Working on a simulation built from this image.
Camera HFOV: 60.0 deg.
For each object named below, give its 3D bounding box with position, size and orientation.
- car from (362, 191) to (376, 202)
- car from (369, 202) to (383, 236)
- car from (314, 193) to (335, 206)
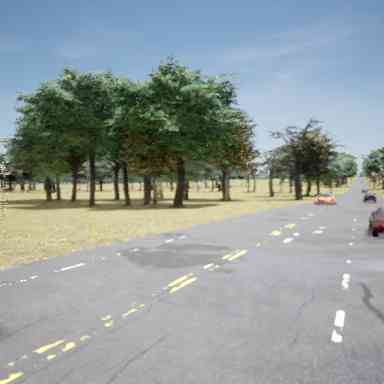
[{"bbox_3d":[30.638,1.001,57.278,1.837,1.490,4.892,1,1,27],"label":"car"},{"bbox_3d":[10.257,1.442,17.053,1.994,1.385,4.181,1,1,27],"label":"car"},{"bbox_3d":[18.455,0.952,46.221,2.097,1.767,4.553,1,1,34],"label":"car"}]
